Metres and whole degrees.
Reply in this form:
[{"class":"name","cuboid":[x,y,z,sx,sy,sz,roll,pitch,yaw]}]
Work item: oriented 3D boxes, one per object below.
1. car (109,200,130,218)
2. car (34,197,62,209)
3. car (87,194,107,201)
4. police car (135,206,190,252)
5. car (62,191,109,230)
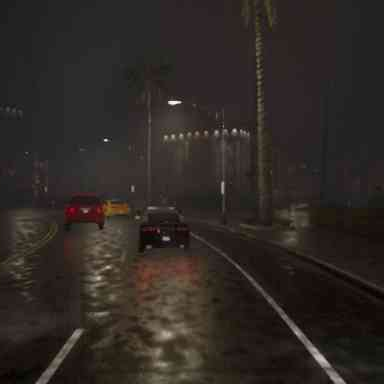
[{"class":"car","cuboid":[-6.837,1.389,28.581,1.882,1.535,5.008,0,0,-29]},{"class":"car","cuboid":[-17.774,1.362,41.319,4.674,1.442,1.812,0,0,40]},{"class":"car","cuboid":[-21.152,1.161,74.172,4.193,1.474,1.816,0,0,29]},{"class":"police car","cuboid":[-1.342,1.390,14.010,1.930,1.638,5.238,0,0,-10]},{"class":"car","cuboid":[-6.801,1.148,20.828,2.150,2.045,5.566,1,0,-21]}]
